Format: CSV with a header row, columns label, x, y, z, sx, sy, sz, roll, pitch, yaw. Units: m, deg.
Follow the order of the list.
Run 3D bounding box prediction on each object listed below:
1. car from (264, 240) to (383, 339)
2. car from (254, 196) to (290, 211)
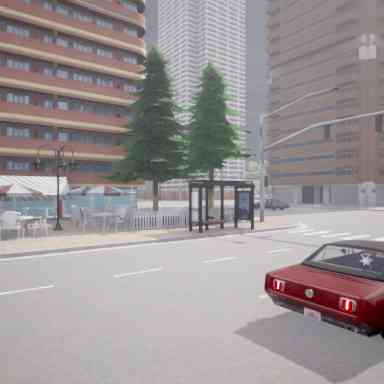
label,x,y,z,sx,sy,sz,roll,pitch,yaw
car,3.663,1.601,6.421,4.718,1.301,1.895,0,0,-36
car,9.973,1.603,42.738,2.033,1.411,5.357,0,0,-36
